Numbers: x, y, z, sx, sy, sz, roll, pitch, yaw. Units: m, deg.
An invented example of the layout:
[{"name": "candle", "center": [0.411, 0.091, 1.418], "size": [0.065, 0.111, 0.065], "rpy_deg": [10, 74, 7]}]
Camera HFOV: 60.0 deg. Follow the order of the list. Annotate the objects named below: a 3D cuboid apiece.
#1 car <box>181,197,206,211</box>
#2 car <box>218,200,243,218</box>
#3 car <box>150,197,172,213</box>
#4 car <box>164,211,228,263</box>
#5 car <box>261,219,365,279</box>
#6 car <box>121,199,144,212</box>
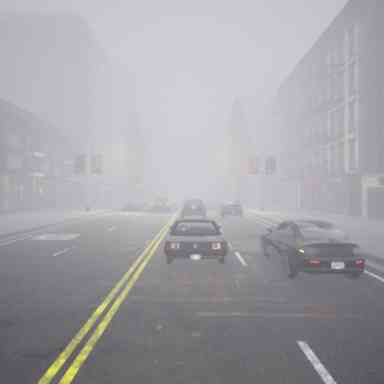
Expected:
[{"name": "car", "center": [0.132, 1.325, 29.459], "size": [2.097, 1.767, 4.553], "rpy_deg": [0, 0, 0]}, {"name": "car", "center": [3.383, 1.465, 29.674], "size": [2.128, 1.511, 4.902], "rpy_deg": [0, 0, 0]}, {"name": "car", "center": [-3.304, 1.317, 36.339], "size": [2.097, 1.767, 4.553], "rpy_deg": [0, 0, 0]}, {"name": "car", "center": [0.110, 1.590, 11.864], "size": [1.895, 1.301, 4.718], "rpy_deg": [0, 0, 0]}, {"name": "car", "center": [3.348, 1.518, 9.939], "size": [1.812, 1.442, 4.674], "rpy_deg": [0, 0, 0]}, {"name": "car", "center": [-6.552, 1.527, 37.138], "size": [1.994, 1.385, 4.181], "rpy_deg": [0, 0, 0]}]
